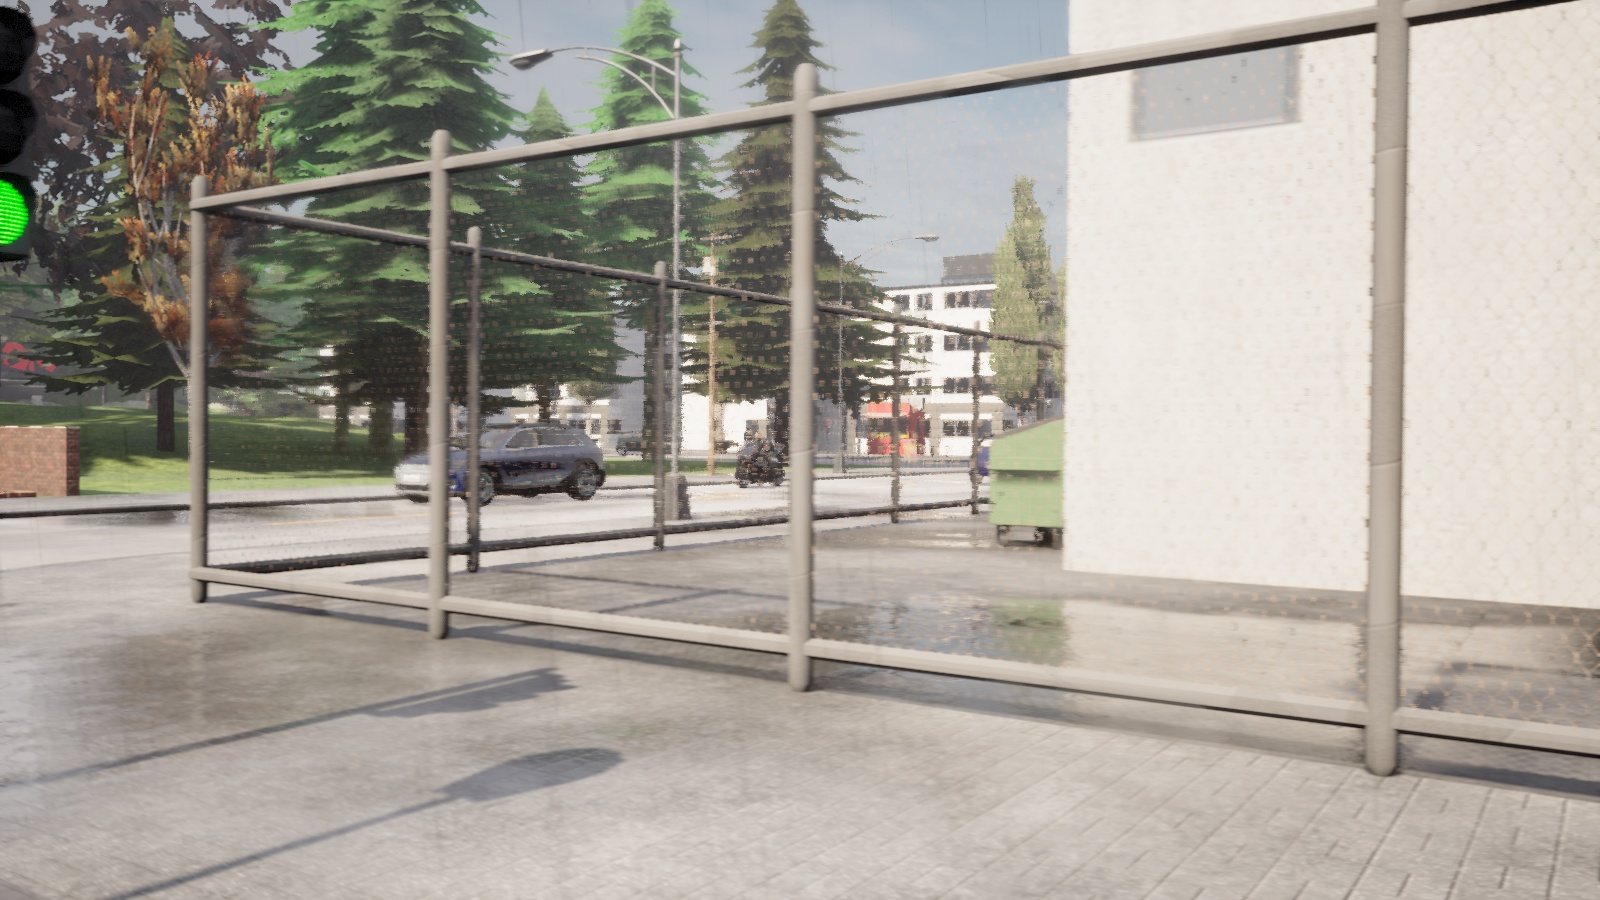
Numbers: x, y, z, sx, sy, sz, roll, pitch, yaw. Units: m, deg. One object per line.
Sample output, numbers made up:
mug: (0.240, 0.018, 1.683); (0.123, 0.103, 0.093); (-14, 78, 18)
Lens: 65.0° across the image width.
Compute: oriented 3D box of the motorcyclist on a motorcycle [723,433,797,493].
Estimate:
motorcyclist on a motorcycle: (-1.040, 0.311, 33.322); (0.866, 1.530, 2.191); (0, 1, 34)

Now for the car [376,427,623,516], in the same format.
car: (-6.024, 0.354, 25.822); (2.033, 1.649, 4.856); (0, 1, 33)

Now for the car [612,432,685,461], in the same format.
car: (-8.335, -0.181, 69.169); (3.705, 1.549, 1.789); (0, 1, 34)

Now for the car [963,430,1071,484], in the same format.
car: (6.525, 0.167, 37.487); (1.845, 1.501, 3.633); (0, 1, 34)
